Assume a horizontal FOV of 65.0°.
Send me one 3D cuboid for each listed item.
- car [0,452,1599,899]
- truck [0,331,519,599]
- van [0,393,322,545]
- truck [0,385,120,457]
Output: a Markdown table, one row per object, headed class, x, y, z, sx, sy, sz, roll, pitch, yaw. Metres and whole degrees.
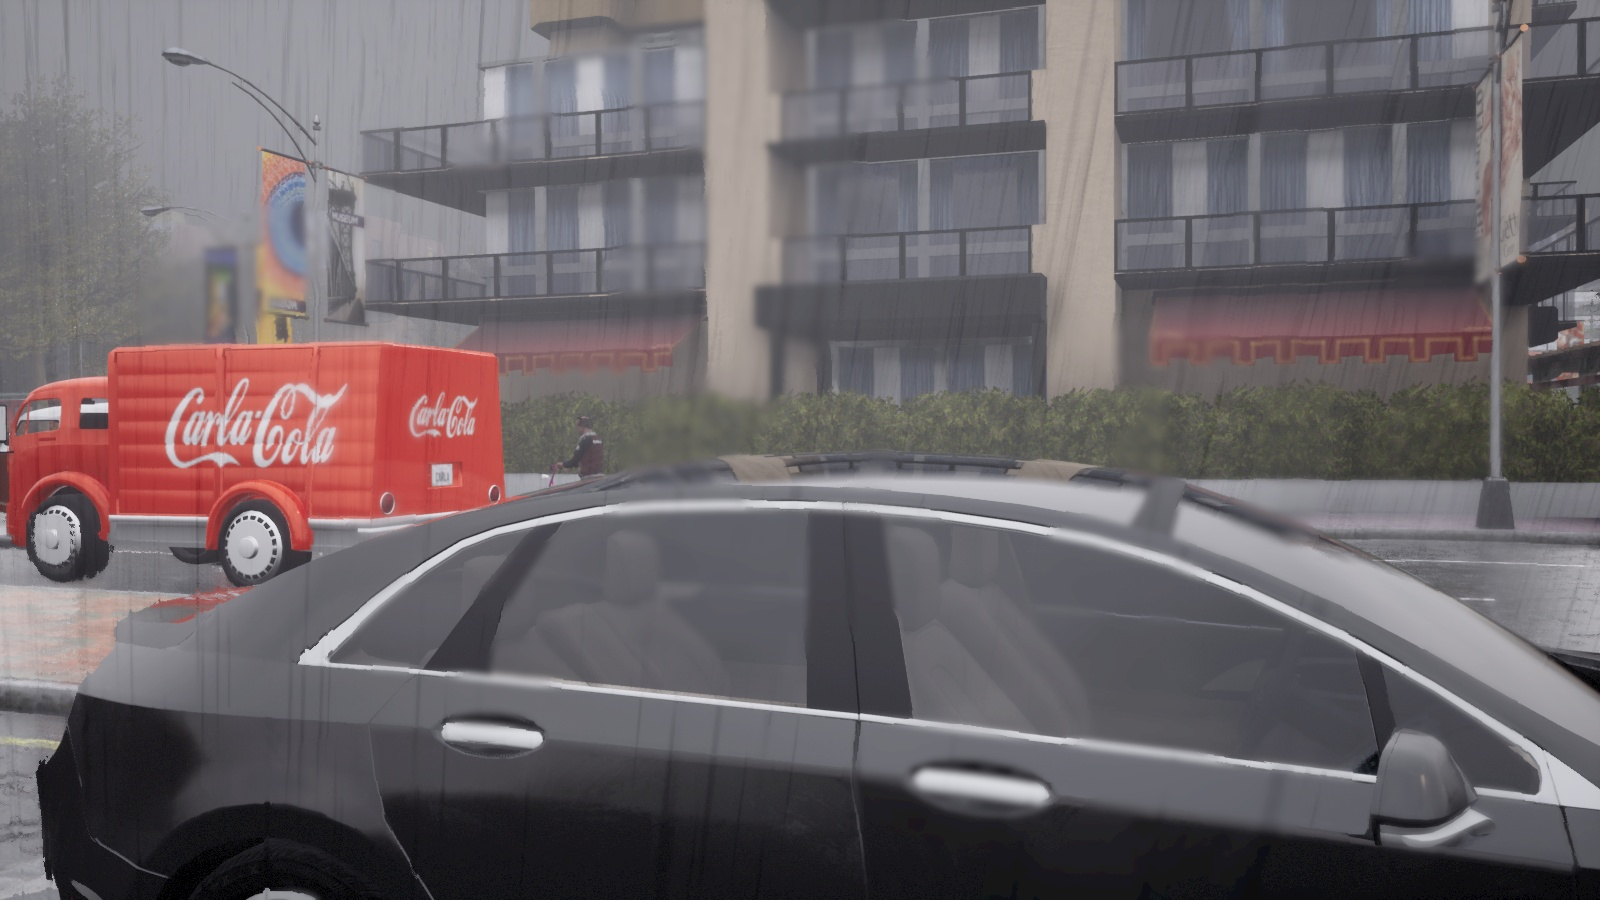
| class | x | y | z | sx | sy | sz | roll | pitch | yaw |
| --- | --- | --- | --- | --- | --- | --- | --- | --- | --- |
| car | 0.540 | 0.785 | 3.011 | 4.892 | 1.490 | 1.837 | 1 | 1 | 19 |
| truck | -6.039 | 0.099 | 13.653 | 5.204 | 2.467 | 2.627 | 1 | 1 | 19 |
| van | -9.596 | 0.218 | 18.508 | 4.480 | 2.038 | 2.069 | 1 | 1 | 19 |
| truck | -42.201 | -1.612 | 69.671 | 8.468 | 3.827 | 2.891 | 1 | 1 | 19 |
